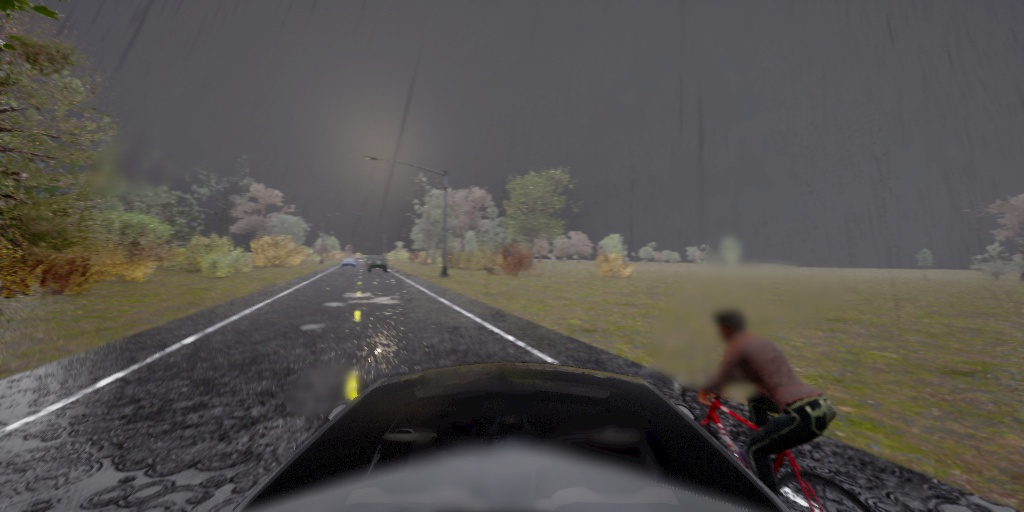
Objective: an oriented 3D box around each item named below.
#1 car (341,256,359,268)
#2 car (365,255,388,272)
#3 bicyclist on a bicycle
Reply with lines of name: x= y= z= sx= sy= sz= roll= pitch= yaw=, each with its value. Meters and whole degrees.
car: x=-25.062 y=1.037 z=55.144 sx=1.882 sy=1.535 sz=5.008 roll=1 pitch=0 yaw=-22
car: x=-16.477 y=0.868 z=44.000 sx=2.150 sy=2.045 sz=5.566 roll=1 pitch=0 yaw=-23
bicyclist on a bicycle: x=1.729 y=1.228 z=2.609 sx=0.582 sy=1.620 sz=1.656 roll=1 pitch=-1 yaw=-23
